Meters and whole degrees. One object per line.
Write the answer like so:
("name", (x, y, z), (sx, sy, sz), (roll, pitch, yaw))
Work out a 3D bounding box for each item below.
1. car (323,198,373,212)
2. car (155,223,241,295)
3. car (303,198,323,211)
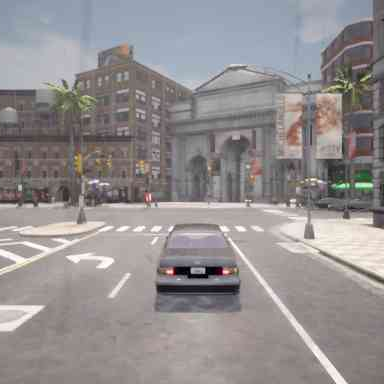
("car", (17.971, 1.490, 37.609), (4.902, 1.511, 2.128), (0, 0, 1))
("car", (0.118, 1.547, 8.840), (2.033, 1.411, 5.357), (0, 0, 0))
("car", (16.285, 1.503, 41.130), (4.892, 1.490, 1.837), (0, 0, 1))
